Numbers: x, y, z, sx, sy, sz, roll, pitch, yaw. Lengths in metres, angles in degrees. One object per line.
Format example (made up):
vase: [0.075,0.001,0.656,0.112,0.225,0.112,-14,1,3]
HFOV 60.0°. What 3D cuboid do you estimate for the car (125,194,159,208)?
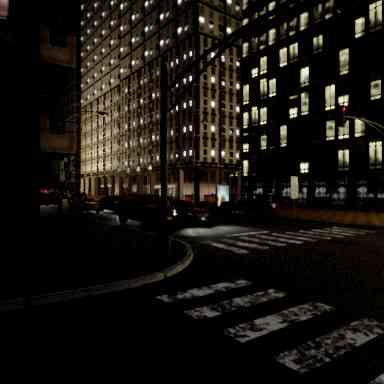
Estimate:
car: [-5.733,0.963,37.707,1.947,1.339,4.313,1,0,-36]

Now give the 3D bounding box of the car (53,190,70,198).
car: [-25.359,0.307,64.587,1.887,1.381,4.507,1,0,-36]

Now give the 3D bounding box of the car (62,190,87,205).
car: [-12.404,0.812,37.018,2.128,1.511,4.902,0,1,-36]

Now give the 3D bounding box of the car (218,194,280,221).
car: [4.087,1.024,24.266,2.192,1.841,5.009,1,0,-36]

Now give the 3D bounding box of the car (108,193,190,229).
car: [-2.644,1.007,19.275,2.192,1.841,5.009,2,0,-36]

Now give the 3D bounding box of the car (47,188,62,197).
car: [-28.627,0.096,69.066,1.967,1.590,4.097,1,0,-36]

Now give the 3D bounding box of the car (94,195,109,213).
car: [-6.506,0.987,28.924,1.882,1.535,5.008,0,1,-36]

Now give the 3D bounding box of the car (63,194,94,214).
car: [-9.192,1.066,28.234,1.802,1.307,4.206,2,0,-36]

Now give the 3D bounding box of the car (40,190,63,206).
car: [-15.733,0.825,37.192,2.008,1.369,4.403,2,0,-36]

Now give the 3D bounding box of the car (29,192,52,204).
car: [-19.003,0.751,41.670,1.802,1.307,4.206,2,0,-36]

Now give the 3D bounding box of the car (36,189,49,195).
car: [-35.173,-0.013,78.027,1.887,1.381,4.507,1,0,-36]

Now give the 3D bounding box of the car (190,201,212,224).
car: [-0.721,1.218,21.001,1.812,1.442,4.674,0,1,-36]

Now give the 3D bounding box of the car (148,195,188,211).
car: [-2.462,1.068,33.227,1.947,1.339,4.313,1,0,-36]
